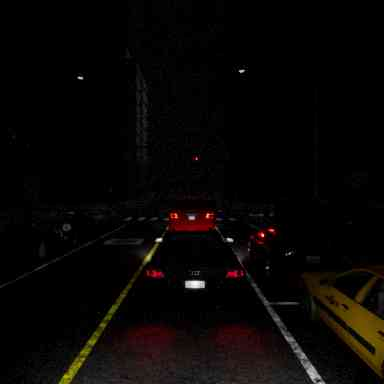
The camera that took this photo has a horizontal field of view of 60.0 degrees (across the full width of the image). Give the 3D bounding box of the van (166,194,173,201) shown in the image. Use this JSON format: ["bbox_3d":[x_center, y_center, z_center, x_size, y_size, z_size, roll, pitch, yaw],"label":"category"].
[{"bbox_3d":[-5.778,1.372,85.128,1.690,1.788,3.998,0,0,0],"label":"van"}]

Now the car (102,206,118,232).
[{"bbox_3d":[-5.767,1.527,20.362,1.752,1.417,4.829,0,0,0],"label":"car"}]

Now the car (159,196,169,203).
[{"bbox_3d":[-5.775,1.602,68.815,1.802,1.307,4.206,0,0,0],"label":"car"}]

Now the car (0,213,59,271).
[{"bbox_3d":[-5.766,1.545,9.618,1.887,1.381,4.507,0,0,0],"label":"car"}]

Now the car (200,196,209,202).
[{"bbox_3d":[2.750,1.569,74.254,1.887,1.381,4.507,0,0,0],"label":"car"}]

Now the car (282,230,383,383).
[{"bbox_3d":[2.761,1.525,4.335,1.752,1.417,4.829,0,0,0],"label":"car"}]

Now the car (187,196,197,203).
[{"bbox_3d":[0.020,1.565,72.448,2.033,1.411,5.357,0,0,0],"label":"car"}]

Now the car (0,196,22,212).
[{"bbox_3d":[-17.924,1.172,31.989,4.902,1.511,2.128,1,0,0],"label":"car"}]

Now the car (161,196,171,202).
[{"bbox_3d":[-5.776,1.549,74.083,1.752,1.417,4.829,0,0,0],"label":"car"}]

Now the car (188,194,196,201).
[{"bbox_3d":[-0.015,1.390,89.001,2.097,1.767,4.553,0,0,0],"label":"car"}]

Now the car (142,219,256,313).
[{"bbox_3d":[0.058,1.564,7.749,1.994,1.385,4.181,0,0,0],"label":"car"}]

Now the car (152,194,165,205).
[{"bbox_3d":[-5.773,1.330,57.940,2.192,1.841,5.009,0,0,0],"label":"car"}]

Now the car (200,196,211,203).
[{"bbox_3d":[2.751,1.571,68.816,2.008,1.369,4.403,0,0,0],"label":"car"}]

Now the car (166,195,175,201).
[{"bbox_3d":[-5.778,1.586,90.566,2.008,1.369,4.403,0,0,0],"label":"car"}]

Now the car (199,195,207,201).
[{"bbox_3d":[2.748,1.557,85.299,1.752,1.417,4.829,0,0,0],"label":"car"}]

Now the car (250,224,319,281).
[{"bbox_3d":[2.760,1.566,9.622,1.947,1.339,4.313,0,0,0],"label":"car"}]

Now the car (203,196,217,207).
[{"bbox_3d":[2.753,1.452,52.504,1.967,1.590,4.097,0,0,0],"label":"car"}]

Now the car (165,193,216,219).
[{"bbox_3d":[0.000,1.223,17.169,2.150,2.045,5.566,0,0,0],"label":"car"}]

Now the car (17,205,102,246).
[{"bbox_3d":[-5.766,1.441,15.075,1.967,1.590,4.097,0,0,0],"label":"car"}]
